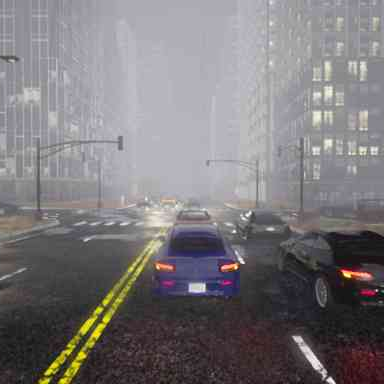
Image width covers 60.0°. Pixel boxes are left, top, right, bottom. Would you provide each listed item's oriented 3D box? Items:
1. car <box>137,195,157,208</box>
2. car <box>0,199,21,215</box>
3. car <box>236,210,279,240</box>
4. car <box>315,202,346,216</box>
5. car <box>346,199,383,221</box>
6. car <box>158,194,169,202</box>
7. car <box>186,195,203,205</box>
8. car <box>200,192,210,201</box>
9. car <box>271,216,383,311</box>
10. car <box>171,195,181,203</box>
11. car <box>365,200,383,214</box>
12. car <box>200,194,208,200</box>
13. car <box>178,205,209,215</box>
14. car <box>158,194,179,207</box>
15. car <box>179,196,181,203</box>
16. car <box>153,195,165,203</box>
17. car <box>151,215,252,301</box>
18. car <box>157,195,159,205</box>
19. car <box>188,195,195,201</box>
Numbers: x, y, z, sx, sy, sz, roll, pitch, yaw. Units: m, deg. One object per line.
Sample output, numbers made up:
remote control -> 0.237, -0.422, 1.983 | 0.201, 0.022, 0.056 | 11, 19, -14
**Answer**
car -> -6.673, 1.497, 47.819 | 2.033, 1.411, 5.357 | 0, 0, 0
car -> -18.509, 1.347, 30.991 | 4.892, 1.490, 1.837 | 1, 1, 2
car -> 3.329, 1.549, 16.159 | 1.994, 1.385, 4.181 | 0, 0, -1
car -> 15.048, 1.690, 33.692 | 4.718, 1.301, 1.895 | 0, 1, 1
car -> 16.158, 1.510, 27.904 | 5.009, 1.841, 2.192 | 1, 0, 1
car -> -6.623, 1.258, 76.836 | 2.097, 1.767, 4.553 | 0, 0, 0
car -> 0.115, 1.493, 49.978 | 2.033, 1.411, 5.357 | 0, 0, -1
car -> 3.126, 1.116, 78.702 | 2.150, 2.045, 5.566 | 0, 0, 0
car -> 3.340, 1.519, 7.590 | 1.812, 1.442, 4.674 | 0, 0, 0
car -> -3.361, 1.394, 69.124 | 1.882, 1.535, 5.008 | 0, 0, 0
car -> 21.753, 1.630, 36.200 | 4.829, 1.417, 1.752 | 1, 0, 1
car -> 3.108, 1.306, 89.120 | 1.895, 1.301, 4.718 | 0, 0, 0
car -> 0.075, 1.585, 17.321 | 1.895, 1.301, 4.718 | 0, 0, 0
car -> -3.421, 1.425, 49.218 | 1.882, 1.535, 5.008 | 0, 0, 0
car -> -3.420, 1.534, 58.596 | 1.895, 1.301, 4.718 | 0, 0, 0
car -> -6.630, 1.424, 66.911 | 1.837, 1.490, 4.892 | 0, 0, 0
car -> 0.088, 1.519, 8.155 | 1.812, 1.442, 4.674 | 0, 0, 0
car -> -6.672, 1.440, 57.557 | 1.837, 1.490, 4.892 | 0, 0, 0
car -> -0.136, 1.481, 85.781 | 1.895, 1.301, 4.718 | 0, 0, 0
